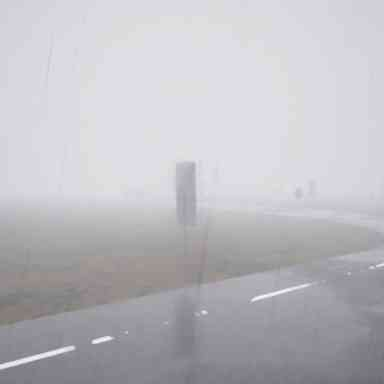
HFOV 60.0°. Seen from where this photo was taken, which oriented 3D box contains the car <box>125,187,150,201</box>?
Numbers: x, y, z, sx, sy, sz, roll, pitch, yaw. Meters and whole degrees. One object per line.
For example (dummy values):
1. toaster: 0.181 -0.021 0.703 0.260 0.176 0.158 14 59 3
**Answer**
1. car: -8.981 0.276 54.123 2.150 2.045 5.566 -2 2 -35
